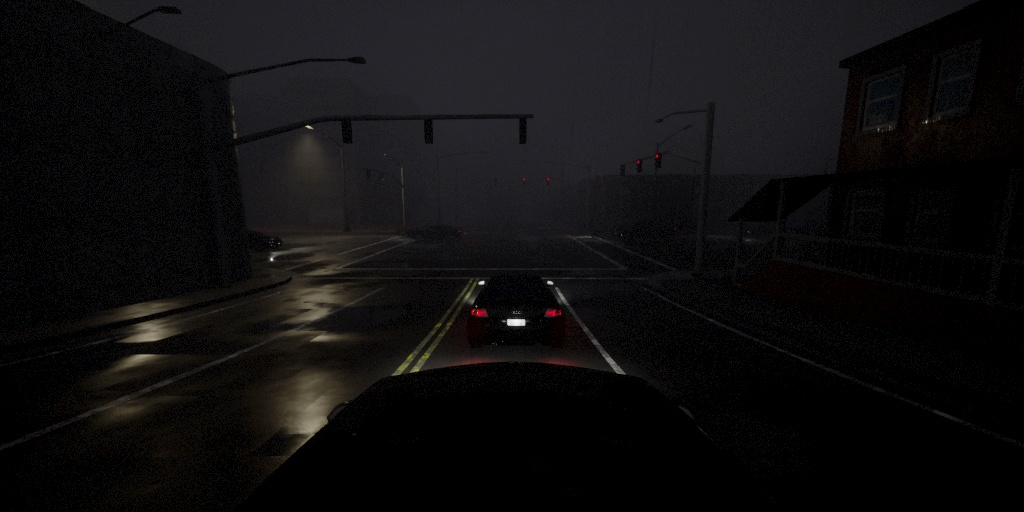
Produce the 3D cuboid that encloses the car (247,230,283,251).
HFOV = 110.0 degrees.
[{"bbox_3d":[-19.956,-1.188,26.981,4.892,1.490,1.837,0,8,1],"label":"car"}]

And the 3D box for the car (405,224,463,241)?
[{"bbox_3d":[-7.166,-2.233,34.031,4.892,1.490,1.837,0,8,0],"label":"car"}]

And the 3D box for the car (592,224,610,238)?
[{"bbox_3d":[10.486,-2.677,37.389,4.181,1.385,1.994,0,8,0],"label":"car"}]

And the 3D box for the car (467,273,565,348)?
[{"bbox_3d":[0.095,1.090,8.695,1.994,1.385,4.181,0,3,0],"label":"car"}]

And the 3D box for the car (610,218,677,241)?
[{"bbox_3d":[12.593,-2.503,33.854,5.566,2.045,2.150,0,8,0],"label":"car"}]

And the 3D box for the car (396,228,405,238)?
[{"bbox_3d":[-9.603,-2.649,37.523,4.718,1.301,1.895,0,8,0],"label":"car"}]

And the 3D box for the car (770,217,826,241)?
[{"bbox_3d":[28.177,-2.508,33.753,5.566,2.045,2.150,-1,8,1],"label":"car"}]

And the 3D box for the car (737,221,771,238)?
[{"bbox_3d":[26.568,-3.005,37.234,5.566,2.045,2.150,0,8,0],"label":"car"}]
